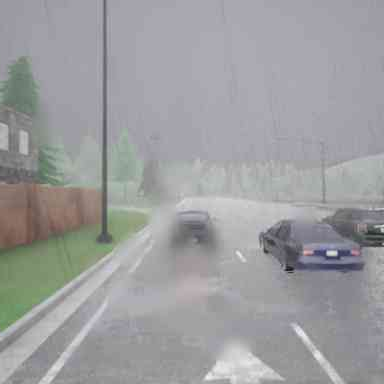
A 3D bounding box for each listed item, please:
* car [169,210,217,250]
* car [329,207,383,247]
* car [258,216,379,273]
[{"bbox_3d":[0.062,1.578,14.691,1.837,1.490,4.892,0,0,0],"label":"car"},{"bbox_3d":[7.067,1.420,14.300,2.097,1.767,4.553,0,0,0],"label":"car"},{"bbox_3d":[3.544,1.601,10.879,2.033,1.411,5.357,0,0,0],"label":"car"}]
